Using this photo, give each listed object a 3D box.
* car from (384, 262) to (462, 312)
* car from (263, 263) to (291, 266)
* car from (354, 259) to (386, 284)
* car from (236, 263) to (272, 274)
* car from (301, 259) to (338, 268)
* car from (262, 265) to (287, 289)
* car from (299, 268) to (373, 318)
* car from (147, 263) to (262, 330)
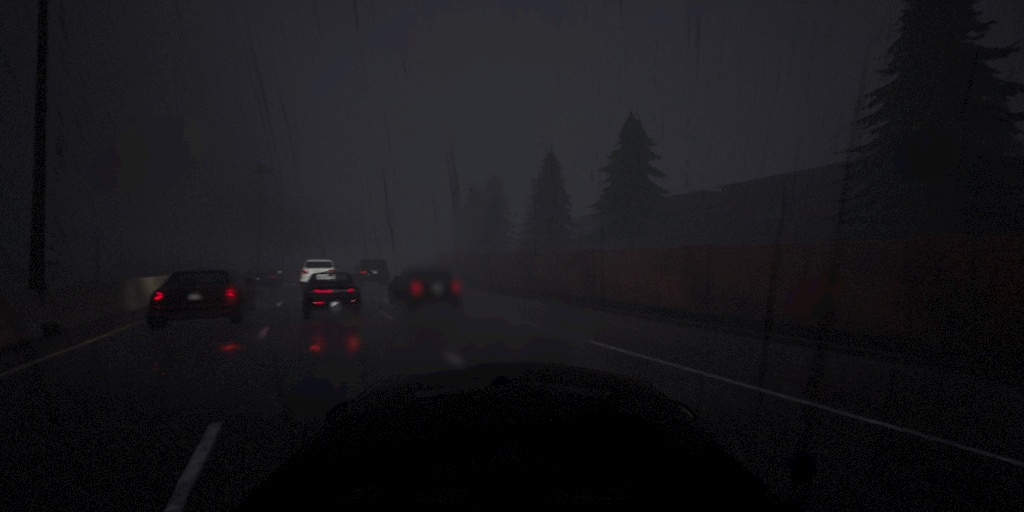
[{"bbox_3d":[-3.863,1.265,15.404,2.097,1.767,4.553,1,-1,-30],"label":"car"},{"bbox_3d":[-33.998,1.732,52.790,1.882,1.535,5.008,0,-1,-9],"label":"car"},{"bbox_3d":[-10.790,1.263,27.515,2.150,2.045,5.566,1,-1,-27],"label":"car"},{"bbox_3d":[-37.561,1.777,52.426,2.033,1.411,5.357,0,-1,-9],"label":"car"},{"bbox_3d":[-13.815,1.222,25.752,2.150,2.045,5.566,1,-1,-27],"label":"car"},{"bbox_3d":[-17.428,1.537,25.193,1.994,1.385,4.181,1,-1,-27],"label":"car"},{"bbox_3d":[-6.928,1.366,13.707,2.128,1.511,4.902,1,-1,-30],"label":"car"},{"bbox_3d":[-9.906,1.185,11.870,2.097,1.767,4.553,1,-1,-30],"label":"car"}]
